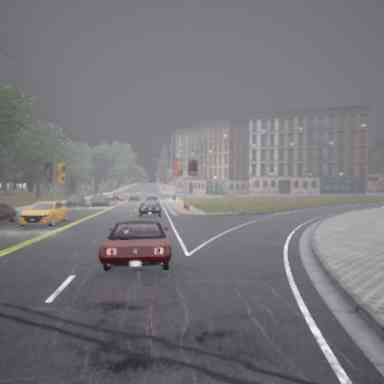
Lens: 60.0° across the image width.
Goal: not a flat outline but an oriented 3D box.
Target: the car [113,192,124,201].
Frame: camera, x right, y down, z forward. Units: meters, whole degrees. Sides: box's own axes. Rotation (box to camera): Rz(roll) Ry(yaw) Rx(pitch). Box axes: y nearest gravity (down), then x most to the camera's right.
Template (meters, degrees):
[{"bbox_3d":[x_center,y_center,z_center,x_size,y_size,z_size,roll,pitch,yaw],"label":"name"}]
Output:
[{"bbox_3d":[-13.898,0.783,61.543,2.097,1.767,4.553,0,1,-6],"label":"car"}]

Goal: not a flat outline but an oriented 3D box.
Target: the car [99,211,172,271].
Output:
[{"bbox_3d":[-1.697,1.540,10.768,1.895,1.301,4.718,0,0,-6],"label":"car"}]

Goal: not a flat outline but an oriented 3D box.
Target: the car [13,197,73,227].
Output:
[{"bbox_3d":[-9.566,1.347,21.832,1.882,1.535,5.008,0,0,-6],"label":"car"}]

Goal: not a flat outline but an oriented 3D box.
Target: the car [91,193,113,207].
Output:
[{"bbox_3d":[-11.980,1.249,43.751,1.994,1.385,4.181,0,1,-6],"label":"car"}]

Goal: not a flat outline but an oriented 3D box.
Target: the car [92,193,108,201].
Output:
[{"bbox_3d":[-17.247,0.896,62.311,2.128,1.511,4.902,0,1,-6],"label":"car"}]

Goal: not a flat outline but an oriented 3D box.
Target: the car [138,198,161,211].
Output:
[{"bbox_3d":[-3.714,1.445,29.776,1.895,1.301,4.718,0,0,-6],"label":"car"}]

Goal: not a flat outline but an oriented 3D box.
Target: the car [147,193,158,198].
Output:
[{"bbox_3d":[-7.348,0.987,61.608,1.812,1.442,4.674,0,1,-6],"label":"car"}]

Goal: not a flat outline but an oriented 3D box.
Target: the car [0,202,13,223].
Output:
[{"bbox_3d":[-12.754,1.386,21.181,1.812,1.442,4.674,0,0,-7],"label":"car"}]

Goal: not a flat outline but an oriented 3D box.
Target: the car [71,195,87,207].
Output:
[{"bbox_3d":[-15.294,1.172,44.188,1.837,1.490,4.892,0,0,-6],"label":"car"}]

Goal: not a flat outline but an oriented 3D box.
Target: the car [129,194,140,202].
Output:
[{"bbox_3d":[-10.540,1.004,60.903,2.033,1.411,5.357,0,1,-6],"label":"car"}]
